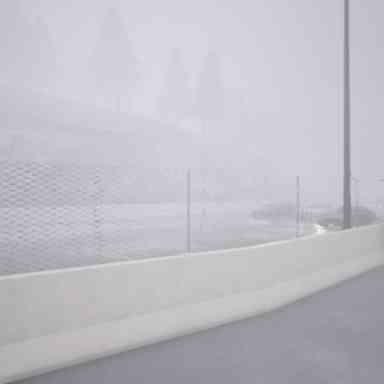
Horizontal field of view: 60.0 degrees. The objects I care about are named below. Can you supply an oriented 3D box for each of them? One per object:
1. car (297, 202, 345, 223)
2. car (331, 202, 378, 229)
[{"bbox_3d":[10.410,1.571,26.620,4.674,1.442,1.812,0,0,-44],"label":"car"},{"bbox_3d":[10.270,1.583,21.650,5.357,1.411,2.033,0,0,-43],"label":"car"}]
